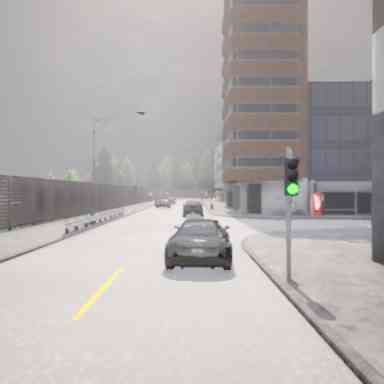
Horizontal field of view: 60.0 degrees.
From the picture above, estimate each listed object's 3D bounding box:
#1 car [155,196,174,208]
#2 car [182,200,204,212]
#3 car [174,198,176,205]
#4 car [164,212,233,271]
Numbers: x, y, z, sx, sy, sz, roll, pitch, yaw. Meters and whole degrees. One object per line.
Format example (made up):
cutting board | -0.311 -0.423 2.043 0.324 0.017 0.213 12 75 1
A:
car | -4.083 1.605 47.476 1.994 1.385 4.181 0 0 0
car | 0.093 1.534 31.956 1.837 1.490 4.892 0 0 0
car | -4.044 1.546 61.445 2.128 1.511 4.902 0 0 1
car | 0.305 1.573 10.983 1.994 1.385 4.181 0 0 4
